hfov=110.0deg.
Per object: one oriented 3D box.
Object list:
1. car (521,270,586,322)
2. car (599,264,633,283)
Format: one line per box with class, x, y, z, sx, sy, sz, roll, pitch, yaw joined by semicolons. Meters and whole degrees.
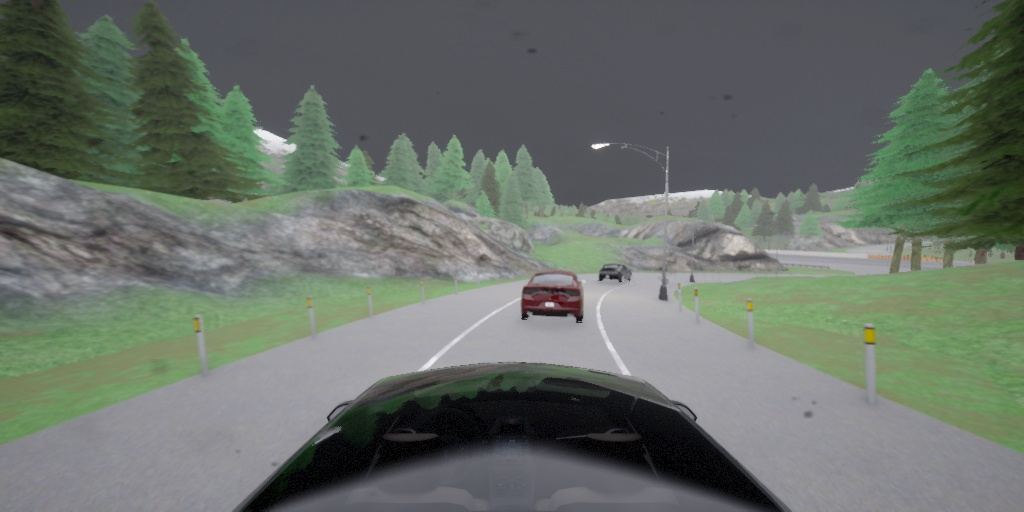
car;1.533;1.229;12.528;1.882;1.535;5.008;1;0;11
car;8.760;1.395;30.103;1.837;1.490;4.892;3;0;32
